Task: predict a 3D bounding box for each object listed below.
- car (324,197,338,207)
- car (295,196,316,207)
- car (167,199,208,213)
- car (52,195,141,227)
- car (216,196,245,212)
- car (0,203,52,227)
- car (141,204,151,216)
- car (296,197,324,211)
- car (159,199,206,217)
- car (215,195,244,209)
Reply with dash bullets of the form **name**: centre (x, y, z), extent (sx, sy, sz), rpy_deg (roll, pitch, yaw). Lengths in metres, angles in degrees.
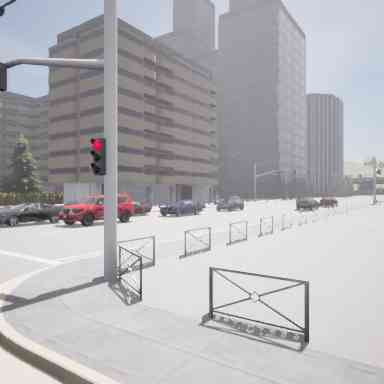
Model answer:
- **car**: centre (20.870, 1.478, 50.651), extent (1.882, 1.535, 5.008), rpy_deg (0, 0, 35)
- **car**: centre (17.946, 1.478, 52.544), extent (1.882, 1.535, 5.008), rpy_deg (0, 0, 35)
- **car**: centre (-0.408, 1.547, 38.594), extent (2.033, 1.411, 5.357), rpy_deg (0, 0, 35)
- **car**: centre (-6.547, 1.221, 23.516), extent (2.150, 2.045, 5.566), rpy_deg (0, 0, 35)
- **car**: centre (4.678, 1.526, 39.785), extent (1.812, 1.442, 4.674), rpy_deg (0, 0, 35)
- **car**: centre (-11.209, 1.492, 22.916), extent (2.128, 1.511, 4.902), rpy_deg (0, 0, 35)
- **car**: centre (-5.952, 1.601, 30.549), extent (1.895, 1.301, 4.718), rpy_deg (0, 0, 35)
- **car**: centre (14.400, 1.490, 41.249), extent (2.128, 1.511, 4.902), rpy_deg (0, 0, 35)
- **car**: centre (-1.005, 1.601, 31.562), extent (1.895, 1.301, 4.718), rpy_deg (0, 0, 35)
- **car**: centre (5.382, 1.352, 46.932), extent (2.097, 1.767, 4.553), rpy_deg (0, 0, 35)
